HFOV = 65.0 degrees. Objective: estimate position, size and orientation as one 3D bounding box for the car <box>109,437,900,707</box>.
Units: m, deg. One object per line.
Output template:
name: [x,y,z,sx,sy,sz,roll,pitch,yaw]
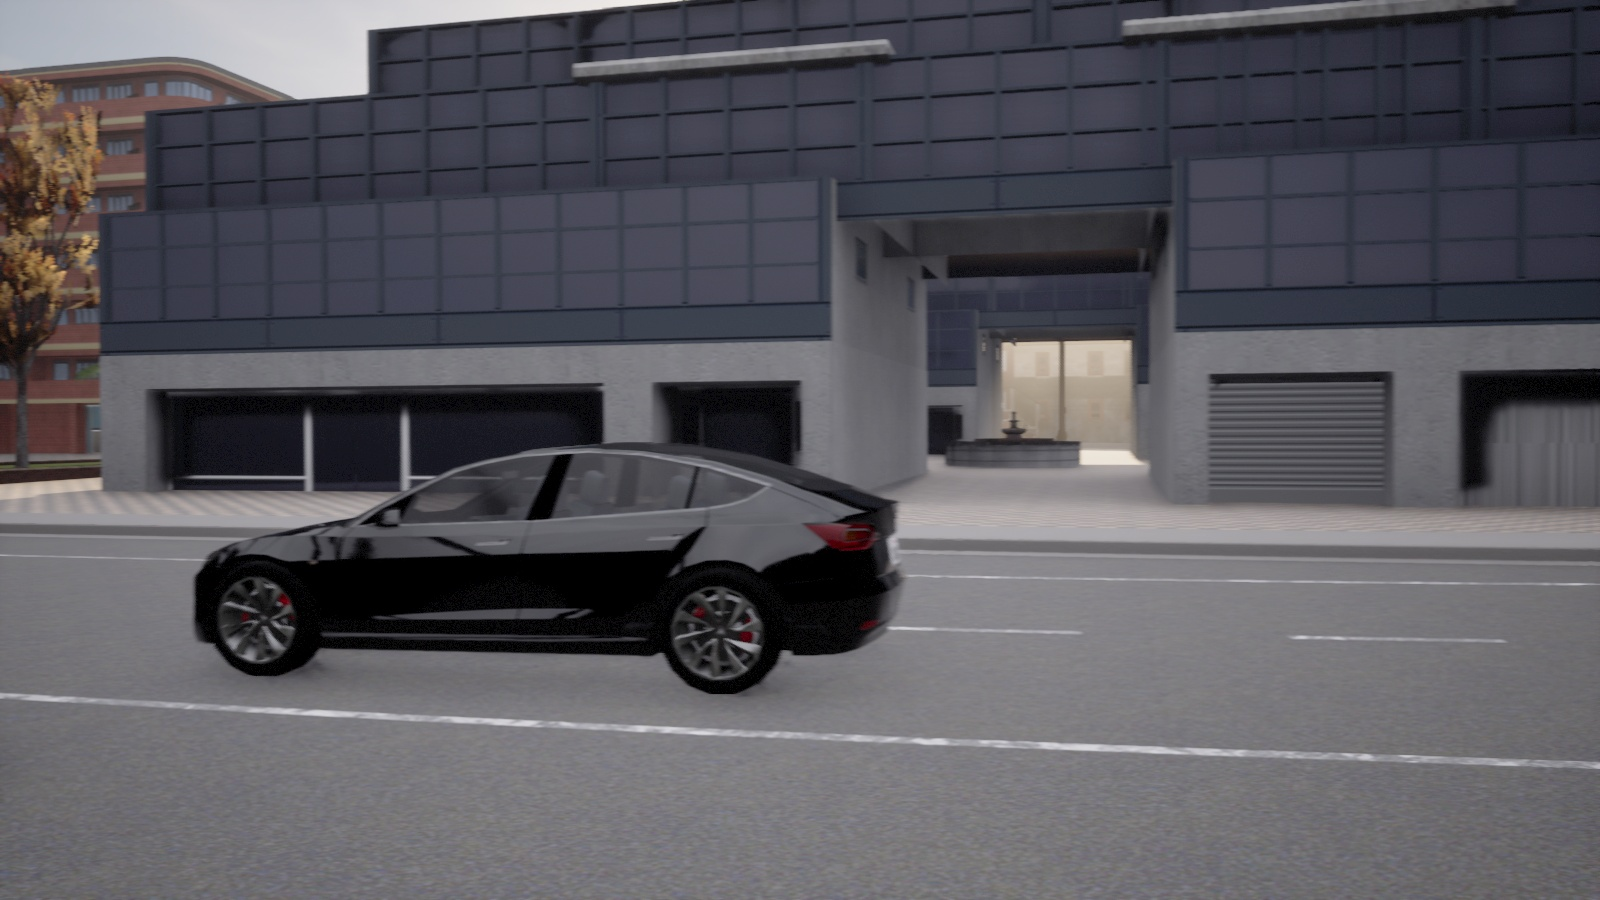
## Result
car: [-1.832,0.672,8.586,4.792,1.488,2.163,0,1,11]
